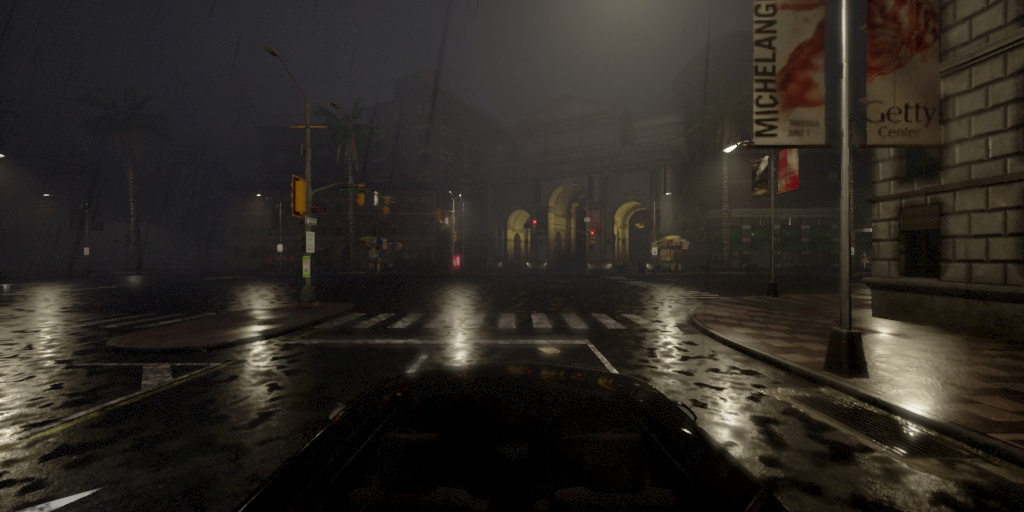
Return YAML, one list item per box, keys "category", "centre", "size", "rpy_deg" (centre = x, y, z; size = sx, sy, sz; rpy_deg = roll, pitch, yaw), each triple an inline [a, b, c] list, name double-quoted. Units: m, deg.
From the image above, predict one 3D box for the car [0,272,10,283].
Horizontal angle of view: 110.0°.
- category: "car"
  centre: [-38.891, 1.351, 25.283]
  size: [4.718, 1.301, 1.895]
  rpy_deg: [0, 0, 0]
